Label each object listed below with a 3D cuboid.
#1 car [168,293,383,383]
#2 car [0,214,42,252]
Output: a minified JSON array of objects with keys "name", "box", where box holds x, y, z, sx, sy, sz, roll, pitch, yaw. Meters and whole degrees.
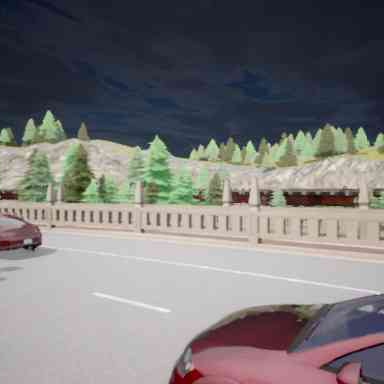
[{"name":"car","box":[1.836,1.559,2.610,4.181,1.385,1.994,0,0,35]},{"name":"car","box":[-7.662,1.543,12.530,4.674,1.442,1.812,0,0,28]}]
